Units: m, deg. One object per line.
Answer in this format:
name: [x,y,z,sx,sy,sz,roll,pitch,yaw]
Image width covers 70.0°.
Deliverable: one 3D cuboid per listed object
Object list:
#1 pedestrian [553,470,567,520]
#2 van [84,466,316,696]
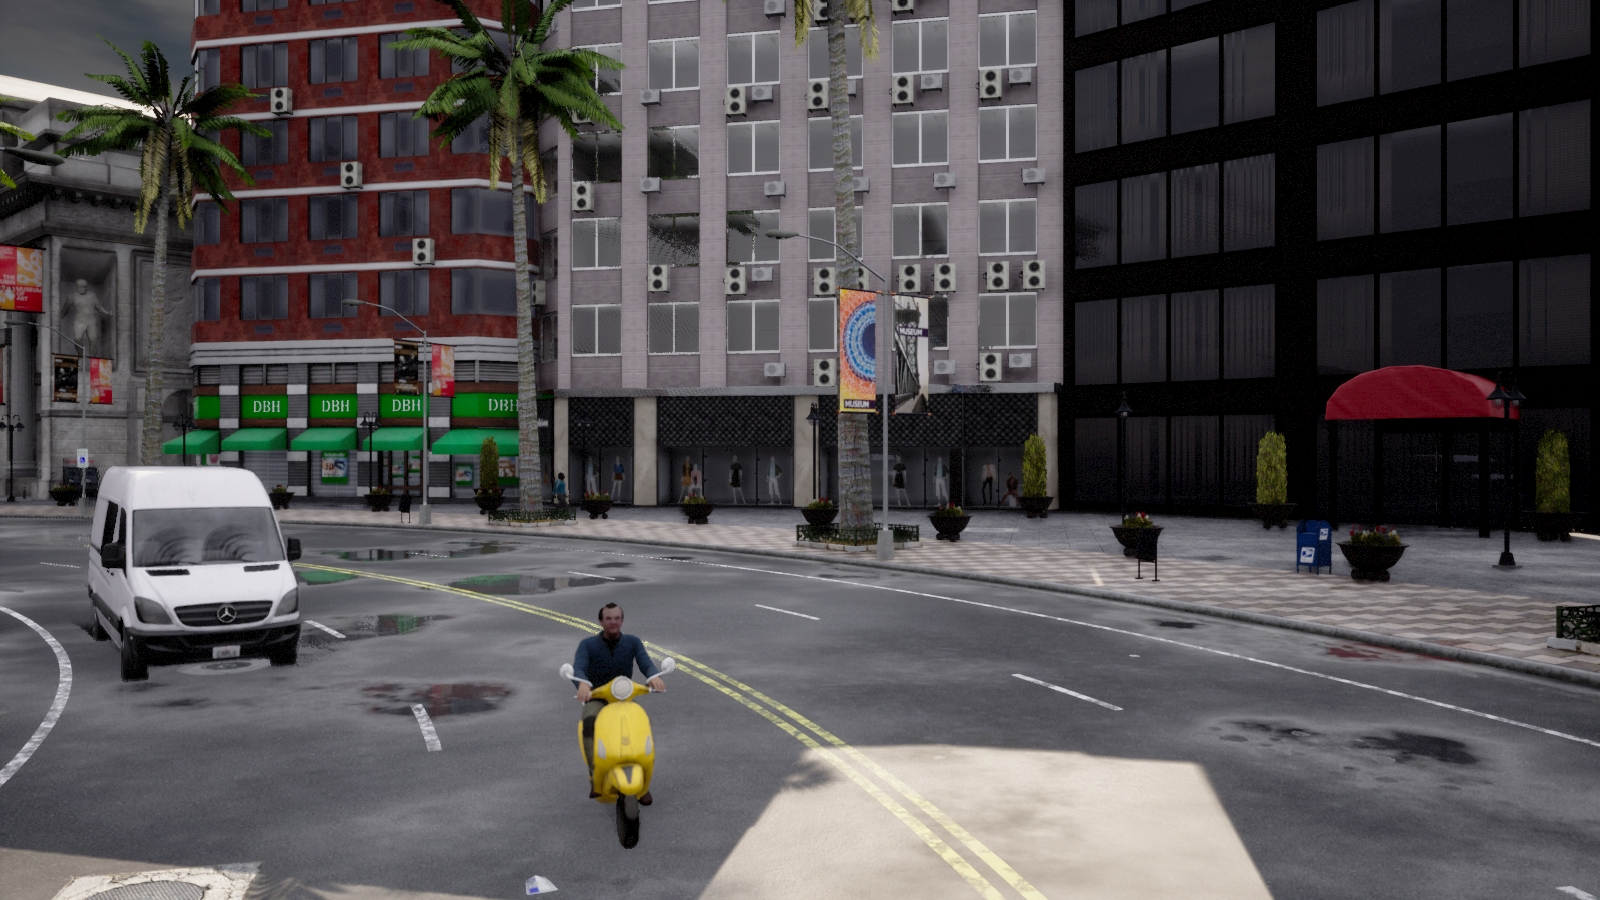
pedestrian: [-8.989,1.697,42.838,0.375,1.860,0.375,0,0,22]
van: [-8.591,1.534,16.018,1.988,2.561,5.915,1,0,-36]
